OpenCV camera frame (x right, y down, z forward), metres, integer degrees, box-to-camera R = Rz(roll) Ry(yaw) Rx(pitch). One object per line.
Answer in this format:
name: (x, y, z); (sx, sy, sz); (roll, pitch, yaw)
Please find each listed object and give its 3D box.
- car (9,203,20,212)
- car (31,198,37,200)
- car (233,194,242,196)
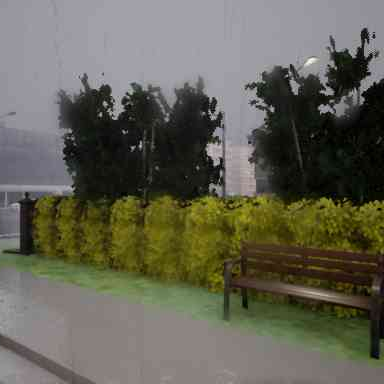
car: (-18.499, 1.476, 38.296); (1.812, 1.442, 4.674); (0, 0, 33)
car: (-15.778, 1.513, 36.058); (1.994, 1.385, 4.181); (0, 0, 35)
car: (7.142, 1.068, 50.047); (1.812, 1.442, 4.674); (0, 2, 35)
